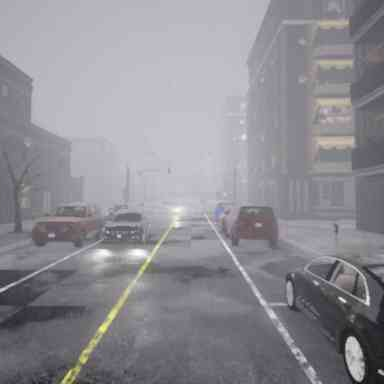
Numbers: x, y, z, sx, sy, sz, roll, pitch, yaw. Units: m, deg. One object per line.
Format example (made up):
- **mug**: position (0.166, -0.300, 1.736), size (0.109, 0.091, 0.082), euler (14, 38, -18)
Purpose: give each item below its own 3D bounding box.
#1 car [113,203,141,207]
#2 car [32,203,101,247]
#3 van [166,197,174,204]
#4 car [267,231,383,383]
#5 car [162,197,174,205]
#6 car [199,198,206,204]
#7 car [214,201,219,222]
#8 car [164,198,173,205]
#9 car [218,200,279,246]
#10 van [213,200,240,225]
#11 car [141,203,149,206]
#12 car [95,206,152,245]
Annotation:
- **car**: position (-5.671, 1.686, 26.765), size (1.967, 1.590, 4.097), euler (1, -1, 0)
- **car**: position (-5.670, 1.462, 15.952), size (2.192, 1.841, 5.009), euler (1, -1, 0)
- **van**: position (-5.662, 2.130, 86.902), size (1.690, 1.788, 3.998), euler (1, -1, 0)
- **car**: position (2.705, 1.599, 5.127), size (2.008, 1.369, 4.403), euler (1, -1, 0)
- **car**: position (-5.744, 2.231, 75.532), size (1.887, 1.381, 4.507), euler (1, -1, 0)
- **car**: position (2.716, 2.229, 86.961), size (1.967, 1.590, 4.097), euler (1, -1, 0)
- **car**: position (2.708, 1.636, 21.349), size (1.967, 1.590, 4.097), euler (1, -1, 0)
- **car**: position (-5.667, 2.282, 81.213), size (1.887, 1.381, 4.507), euler (1, -1, 0)
- **car**: position (2.710, 1.462, 15.943), size (2.192, 1.841, 5.009), euler (1, -1, 0)
- **van**: position (2.711, 1.586, 26.757), size (1.690, 1.788, 3.998), euler (1, -1, 0)
- **car**: position (-5.672, 1.895, 37.577), size (2.008, 1.369, 4.403), euler (1, -1, 0)
- **car**: position (-3.097, 1.658, 16.607), size (1.837, 1.490, 4.892), euler (0, -1, 0)
